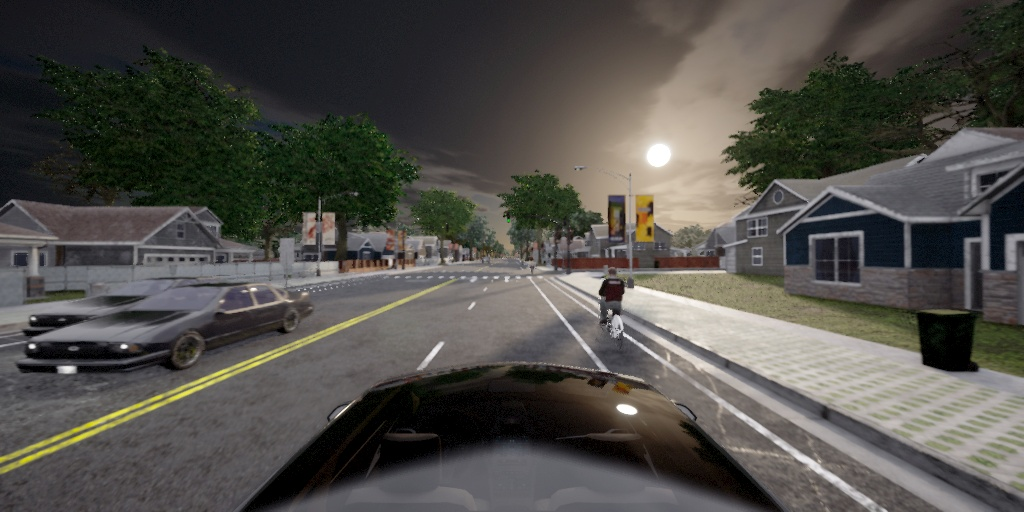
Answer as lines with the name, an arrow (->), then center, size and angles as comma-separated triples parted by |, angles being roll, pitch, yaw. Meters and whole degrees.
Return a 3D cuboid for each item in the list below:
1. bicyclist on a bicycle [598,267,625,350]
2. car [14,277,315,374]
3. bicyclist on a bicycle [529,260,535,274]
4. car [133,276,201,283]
bicyclist on a bicycle -> 2.244, 1.131, 8.223 | 0.659, 1.776, 1.843 | 0, 0, 0
car -> -6.600, 1.307, 7.981 | 2.033, 1.411, 5.357 | 0, 0, 0
bicyclist on a bicycle -> 2.285, 1.243, 40.637 | 0.866, 1.612, 1.509 | 0, 0, 0
car -> -9.849, 1.311, 10.429 | 2.033, 1.411, 5.357 | 0, 0, 0
